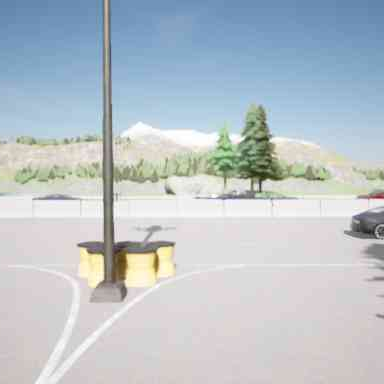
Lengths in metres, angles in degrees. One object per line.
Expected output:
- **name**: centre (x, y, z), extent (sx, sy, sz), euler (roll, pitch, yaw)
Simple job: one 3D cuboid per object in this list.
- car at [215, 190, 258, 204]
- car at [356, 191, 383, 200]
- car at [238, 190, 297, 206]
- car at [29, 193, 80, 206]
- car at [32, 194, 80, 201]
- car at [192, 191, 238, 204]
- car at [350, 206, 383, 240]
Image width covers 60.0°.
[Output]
- **car**: centre (5.222, 0.571, 39.510), extent (4.902, 1.511, 2.128), euler (0, 2, 0)
- **car**: centre (20.362, 0.601, 35.957), extent (5.008, 1.535, 1.882), euler (0, 2, 0)
- **car**: centre (7.561, 0.805, 32.505), extent (5.357, 1.411, 2.033), euler (0, 2, 0)
- **car**: centre (-14.807, 0.838, 36.086), extent (4.718, 1.301, 1.895), euler (0, 2, 0)
- **car**: centre (-13.461, 0.889, 32.580), extent (4.181, 1.385, 1.994), euler (0, 2, 0)
- **car**: centre (2.250, 0.783, 36.025), extent (4.718, 1.301, 1.895), euler (0, 2, 0)
- **car**: centre (9.348, 1.286, 14.805), extent (4.181, 1.385, 1.994), euler (0, 2, 0)
